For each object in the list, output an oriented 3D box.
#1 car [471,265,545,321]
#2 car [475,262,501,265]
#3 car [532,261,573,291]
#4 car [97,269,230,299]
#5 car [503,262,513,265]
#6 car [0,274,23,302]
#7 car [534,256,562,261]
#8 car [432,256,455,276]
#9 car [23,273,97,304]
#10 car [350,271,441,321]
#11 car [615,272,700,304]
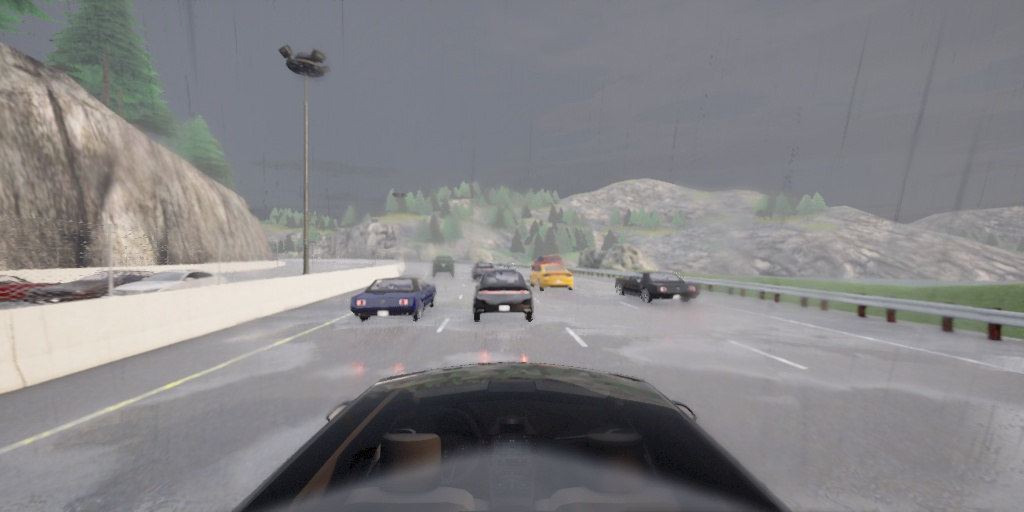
[{"bbox_3d":[-0.363,1.255,12.505,2.128,1.511,4.902,0,0,-3],"label":"car"},{"bbox_3d":[-2.500,1.282,31.247,2.128,1.511,4.902,0,0,-9],"label":"car"},{"bbox_3d":[2.310,1.246,22.027,1.882,1.535,5.008,0,0,-6],"label":"car"},{"bbox_3d":[-14.704,1.325,15.817,1.812,1.442,4.674,0,0,-4],"label":"car"},{"bbox_3d":[-0.886,1.400,41.533,1.895,1.301,4.718,0,0,-12],"label":"car"},{"bbox_3d":[-21.613,1.413,14.238,1.895,1.301,4.718,0,0,-4],"label":"car"},{"bbox_3d":[3.624,1.005,36.937,2.150,2.045,5.566,0,0,-11],"label":"car"},{"bbox_3d":[-7.135,1.029,37.303,2.150,2.045,5.566,0,0,-11],"label":"car"},{"bbox_3d":[-18.273,1.356,16.796,2.033,1.411,5.357,0,0,-5],"label":"car"},{"bbox_3d":[-3.850,1.372,12.548,1.895,1.301,4.718,0,0,-4],"label":"car"},{"bbox_3d":[6.383,1.354,16.463,1.895,1.301,4.718,0,0,-5],"label":"car"}]
